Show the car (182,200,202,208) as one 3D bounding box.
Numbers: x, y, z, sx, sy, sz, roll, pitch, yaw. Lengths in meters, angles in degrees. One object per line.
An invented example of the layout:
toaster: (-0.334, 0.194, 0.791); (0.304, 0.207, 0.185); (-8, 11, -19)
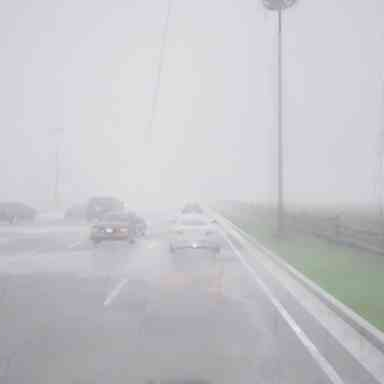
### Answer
car: (0.031, 1.766, 32.111); (1.994, 1.385, 4.181); (0, 0, 0)

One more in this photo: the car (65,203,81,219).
car: (-10.467, 1.761, 31.694); (1.994, 1.385, 4.181); (0, 0, 0)

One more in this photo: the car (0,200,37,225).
car: (-13.938, 1.511, 25.870); (2.097, 1.767, 4.553); (0, 0, 0)

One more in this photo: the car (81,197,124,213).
car: (-6.940, 1.393, 27.232); (2.150, 2.045, 5.566); (0, 0, 0)

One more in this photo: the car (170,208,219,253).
car: (0.093, 1.613, 13.899); (1.812, 1.442, 4.674); (0, 0, 0)

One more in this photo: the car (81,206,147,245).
car: (-3.408, 1.649, 16.194); (2.033, 1.411, 5.357); (0, 0, 0)
